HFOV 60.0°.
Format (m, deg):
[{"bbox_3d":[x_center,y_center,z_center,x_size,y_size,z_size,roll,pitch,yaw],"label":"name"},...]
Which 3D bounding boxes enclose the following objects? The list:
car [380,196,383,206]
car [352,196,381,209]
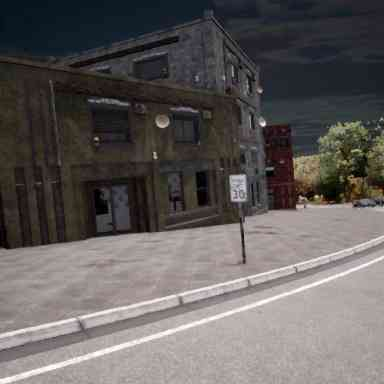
[{"bbox_3d":[28.983,1.393,51.144,2.128,1.511,4.902,-5,-2,-1],"label":"car"},{"bbox_3d":[25.278,1.679,48.902,1.994,1.385,4.181,-4,-2,4],"label":"car"}]
